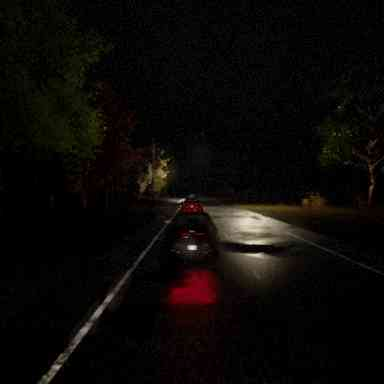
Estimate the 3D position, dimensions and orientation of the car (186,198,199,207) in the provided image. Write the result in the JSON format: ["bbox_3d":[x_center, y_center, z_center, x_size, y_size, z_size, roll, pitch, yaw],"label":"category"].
[{"bbox_3d":[0.001,1.601,50.841,1.895,1.301,4.718,0,0,0],"label":"car"}]

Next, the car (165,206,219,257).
[{"bbox_3d":[0.002,1.509,12.921,1.837,1.490,4.892,0,0,0],"label":"car"}]

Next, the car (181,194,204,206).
[{"bbox_3d":[0.002,1.358,32.845,2.097,1.767,4.553,0,0,0],"label":"car"}]
